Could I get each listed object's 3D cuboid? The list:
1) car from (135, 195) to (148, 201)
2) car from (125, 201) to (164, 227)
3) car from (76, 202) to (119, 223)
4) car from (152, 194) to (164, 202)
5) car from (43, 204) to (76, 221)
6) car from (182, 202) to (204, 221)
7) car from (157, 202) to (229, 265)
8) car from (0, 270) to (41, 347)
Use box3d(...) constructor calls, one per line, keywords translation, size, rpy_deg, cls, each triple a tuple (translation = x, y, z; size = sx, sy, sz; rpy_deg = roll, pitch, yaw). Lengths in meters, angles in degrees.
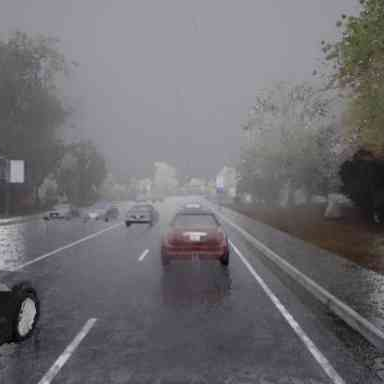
box3d(translation=(-10.516, 1.480, 69.748), size=(2.097, 1.767, 4.553), rpy_deg=(0, 0, 0), cls="car")
box3d(translation=(-3.411, 1.628, 23.460), size=(2.033, 1.411, 5.357), rpy_deg=(0, 0, 0), cls="car")
box3d(translation=(-7.105, 1.584, 26.358), size=(2.128, 1.511, 4.902), rpy_deg=(0, 0, 0), cls="car")
box3d(translation=(-7.016, 1.423, 68.859), size=(2.150, 2.045, 5.566), rpy_deg=(0, 0, 0), cls="car")
box3d(translation=(-10.604, 1.660, 27.583), size=(1.994, 1.385, 4.181), rpy_deg=(0, 0, 0), cls="car")
box3d(translation=(0.091, 1.627, 29.329), size=(1.812, 1.442, 4.674), rpy_deg=(0, 0, 0), cls="car")
box3d(translation=(0.092, 1.394, 11.987), size=(2.097, 1.767, 4.553), rpy_deg=(0, 0, 0), cls="car")
box3d(translation=(-3.422, 1.521, 3.585), size=(1.837, 1.490, 4.892), rpy_deg=(0, 0, 0), cls="car")
